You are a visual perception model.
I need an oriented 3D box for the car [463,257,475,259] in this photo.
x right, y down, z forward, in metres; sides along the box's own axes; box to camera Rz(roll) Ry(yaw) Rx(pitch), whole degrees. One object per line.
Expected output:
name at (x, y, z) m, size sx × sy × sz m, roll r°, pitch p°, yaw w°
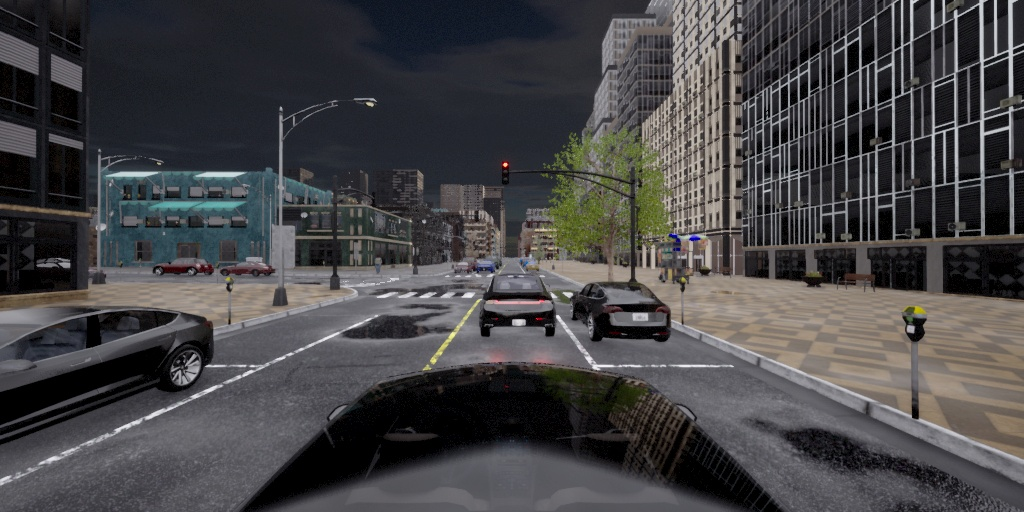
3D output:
car at (-5.679, 1.068, 47.636) m, size 2.192 × 1.841 × 5.009 m, roll 0°, pitch 0°, yaw 0°

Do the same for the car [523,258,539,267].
car at (2.701, 1.278, 47.806) m, size 1.751 × 1.417 × 4.829 m, roll 0°, pitch 0°, yaw 0°

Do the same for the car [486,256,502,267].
car at (-3.063, 0.976, 53.674) m, size 2.150 × 2.045 × 5.566 m, roll 0°, pitch 0°, yaw 0°

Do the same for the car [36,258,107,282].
car at (-28.246, 0.980, 22.546) m, size 4.207 × 1.307 × 1.802 m, roll 0°, pitch 0°, yaw -1°

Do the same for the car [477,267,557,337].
car at (0.112, 1.242, 10.277) m, size 2.128 × 1.511 × 4.902 m, roll 0°, pitch 0°, yaw -1°

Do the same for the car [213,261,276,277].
car at (-22.815, 1.090, 31.002) m, size 4.207 × 1.307 × 1.802 m, roll 0°, pitch 0°, yaw -1°

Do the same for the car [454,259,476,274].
car at (-5.681, 1.334, 42.085) m, size 1.802 × 1.307 × 4.207 m, roll 0°, pitch 0°, yaw 0°

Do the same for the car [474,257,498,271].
car at (-3.076, 1.230, 42.921) m, size 1.882 × 1.535 × 5.008 m, roll 0°, pitch 0°, yaw 2°

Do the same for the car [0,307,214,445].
car at (-5.689, 1.316, 4.069) m, size 1.948 × 1.339 × 4.313 m, roll 0°, pitch 0°, yaw 0°

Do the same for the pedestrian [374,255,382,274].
pedestrian at (-12.742, 0.789, 34.091) m, size 0.375 × 1.860 × 0.375 m, roll 0°, pitch -1°, yaw -1°

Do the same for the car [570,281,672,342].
car at (2.692, 1.316, 9.607) m, size 1.948 × 1.339 × 4.313 m, roll 0°, pitch 0°, yaw 0°

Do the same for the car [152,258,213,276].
car at (-28.362, 0.879, 30.925) m, size 4.097 × 1.591 × 1.967 m, roll 0°, pitch 0°, yaw -1°

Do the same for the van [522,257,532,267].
van at (2.702, 1.094, 53.187) m, size 1.690 × 1.789 × 3.998 m, roll 0°, pitch 0°, yaw 0°

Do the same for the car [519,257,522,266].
car at (2.705, 1.305, 64.289) m, size 2.007 × 1.370 × 4.403 m, roll 0°, pitch 0°, yaw 0°
